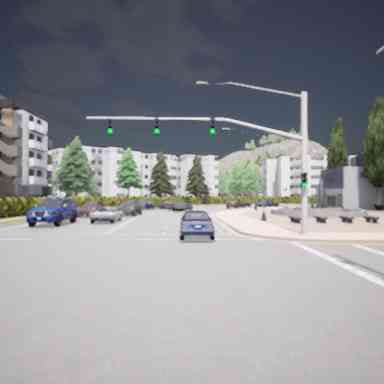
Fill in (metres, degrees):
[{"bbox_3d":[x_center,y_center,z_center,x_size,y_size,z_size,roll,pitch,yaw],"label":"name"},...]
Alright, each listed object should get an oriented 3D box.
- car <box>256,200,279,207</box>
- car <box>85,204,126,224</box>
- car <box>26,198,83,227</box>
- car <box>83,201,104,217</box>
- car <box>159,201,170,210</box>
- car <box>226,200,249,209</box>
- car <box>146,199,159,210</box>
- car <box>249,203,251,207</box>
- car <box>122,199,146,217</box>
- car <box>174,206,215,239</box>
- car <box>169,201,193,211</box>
[{"bbox_3d":[14.698,2.290,65.103,5.357,1.411,2.033,1,-1,-36],"label":"car"},{"bbox_3d":[-7.201,1.918,28.246,1.895,1.301,4.718,0,-1,-1],"label":"car"},{"bbox_3d":[-10.637,1.509,25.778,2.150,2.045,5.566,0,-1,-1],"label":"car"},{"bbox_3d":[-10.563,1.747,35.274,2.097,1.767,4.553,0,-1,3],"label":"car"},{"bbox_3d":[-3.505,2.138,52.365,2.033,1.411,5.357,0,-1,23],"label":"car"},{"bbox_3d":[7.624,2.184,57.940,1.812,1.442,4.674,0,-1,37],"label":"car"},{"bbox_3d":[-7.547,1.930,51.565,2.097,1.767,4.553,0,-1,21],"label":"car"},{"bbox_3d":[9.788,2.309,65.515,4.181,1.385,1.994,1,-1,-40],"label":"car"},{"bbox_3d":[-7.004,1.771,37.284,2.097,1.767,4.553,0,-1,4],"label":"car"},{"bbox_3d":[0.214,1.760,18.654,2.033,1.411,5.357,0,-1,-1],"label":"car"},{"bbox_3d":[-1.231,2.106,47.963,1.994,1.385,4.181,0,-1,18],"label":"car"}]
